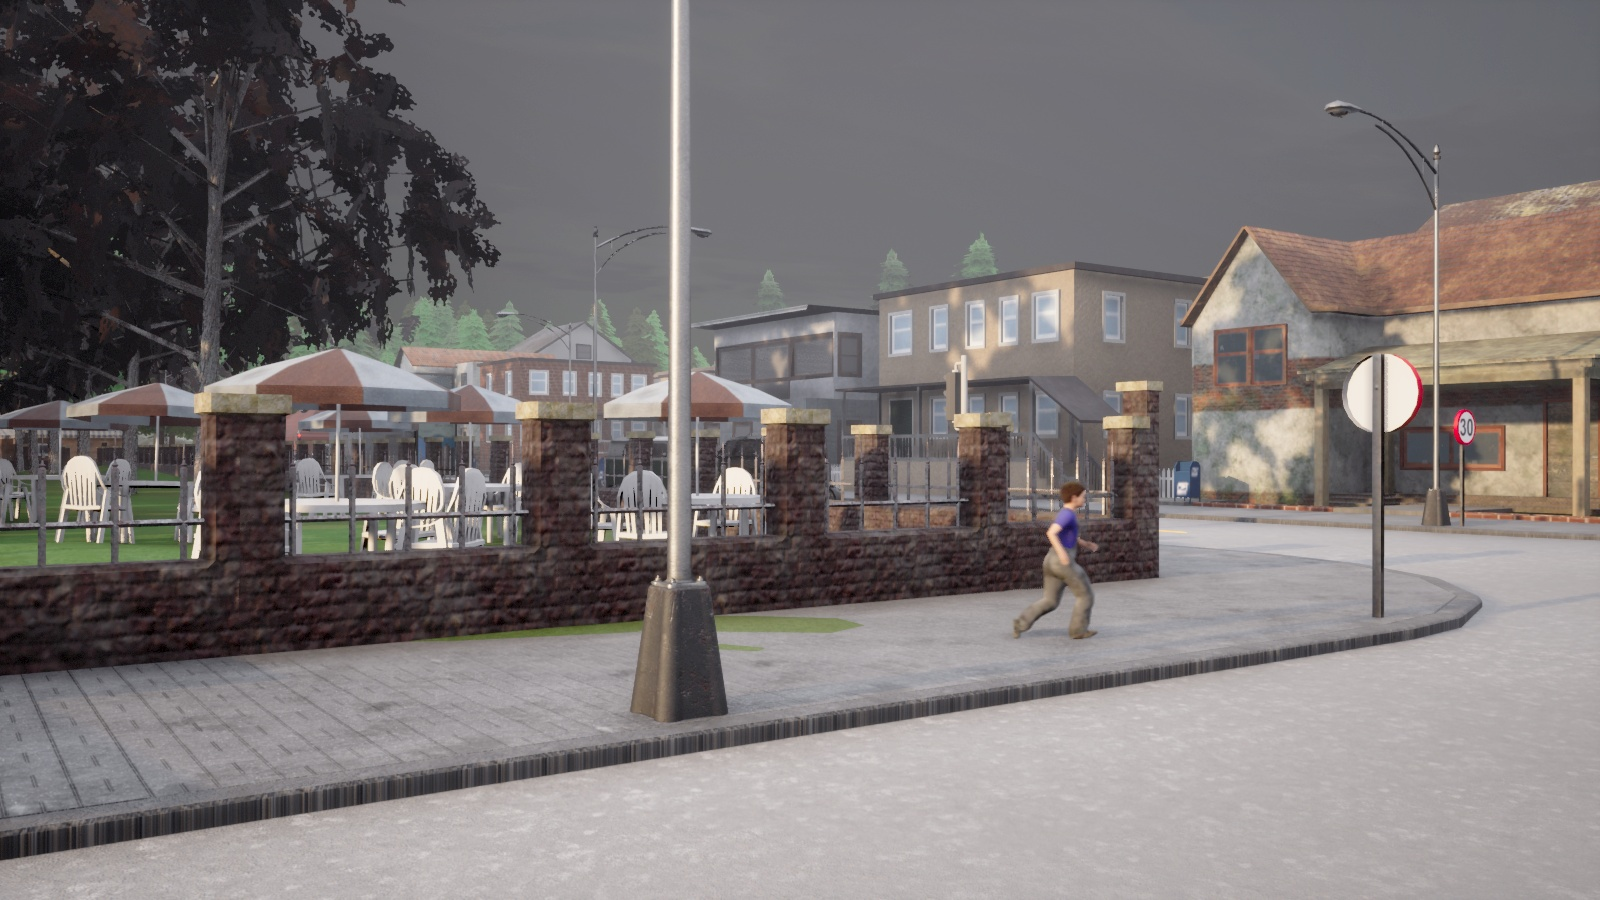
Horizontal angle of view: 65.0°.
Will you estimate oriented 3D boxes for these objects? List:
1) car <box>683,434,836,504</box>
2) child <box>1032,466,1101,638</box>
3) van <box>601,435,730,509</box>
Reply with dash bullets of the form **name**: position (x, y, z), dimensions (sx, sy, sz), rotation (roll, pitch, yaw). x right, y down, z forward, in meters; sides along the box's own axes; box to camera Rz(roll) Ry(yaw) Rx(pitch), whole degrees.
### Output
- **car**: position (-1.389, 0.564, 39.712), dimensions (2.150, 2.045, 5.566), rotation (0, 0, -35)
- **child**: position (1.993, 0.752, 9.397), dimensions (0.437, 1.263, 0.270), rotation (0, 0, -7)
- **van**: position (-3.971, 0.592, 36.423), dimensions (1.775, 1.987, 4.442), rotation (0, 0, -35)
